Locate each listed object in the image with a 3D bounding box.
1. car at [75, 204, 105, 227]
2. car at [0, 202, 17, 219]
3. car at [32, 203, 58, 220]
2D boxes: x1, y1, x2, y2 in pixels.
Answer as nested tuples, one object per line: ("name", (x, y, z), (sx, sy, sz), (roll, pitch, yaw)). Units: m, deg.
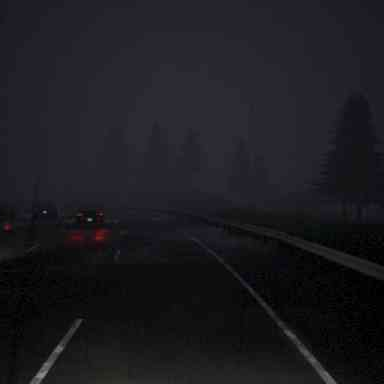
("car", (-7.185, 1.602, 23.491), (1.812, 1.442, 4.674), (0, 0, -16))
("car", (-16.846, 1.624, 29.745), (1.812, 1.442, 4.674), (0, 0, -22))
("car", (-13.061, 1.661, 29.652), (1.994, 1.385, 4.181), (0, 0, -22))
